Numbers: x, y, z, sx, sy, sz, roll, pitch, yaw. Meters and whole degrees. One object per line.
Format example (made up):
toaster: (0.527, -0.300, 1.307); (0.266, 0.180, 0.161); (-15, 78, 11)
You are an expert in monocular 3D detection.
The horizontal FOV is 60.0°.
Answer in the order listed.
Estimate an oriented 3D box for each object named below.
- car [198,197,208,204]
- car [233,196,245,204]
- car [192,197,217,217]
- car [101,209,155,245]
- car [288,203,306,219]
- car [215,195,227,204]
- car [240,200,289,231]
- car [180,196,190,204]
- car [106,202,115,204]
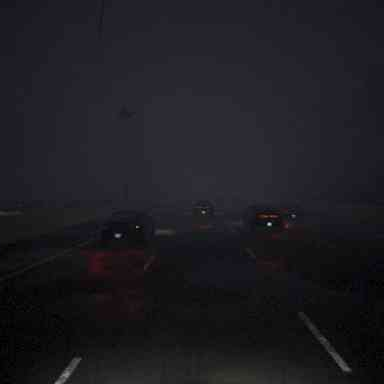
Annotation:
car: (2.109, 1.593, 65.014); (1.895, 1.301, 4.718); (0, 0, 3)
car: (9.116, 1.439, 64.457); (1.882, 1.535, 5.008); (0, 0, 3)
car: (1.054, 1.501, 31.011); (1.837, 1.490, 4.892); (0, 0, 2)
car: (-2.883, 1.538, 15.527); (1.812, 1.442, 4.674); (0, 0, 2)
car: (7.980, 1.567, 28.108); (1.895, 1.301, 4.718); (0, 0, 2)
car: (5.635, 1.328, 64.662); (2.097, 1.767, 4.553); (0, 0, 3)
car: (4.255, 1.487, 20.373); (1.837, 1.490, 4.892); (0, 0, 2)
car: (-1.366, 1.513, 65.004); (1.837, 1.490, 4.892); (-1, 0, 3)
car: (-12.584, 1.603, 48.390); (2.033, 1.411, 5.357); (0, 0, 2)
